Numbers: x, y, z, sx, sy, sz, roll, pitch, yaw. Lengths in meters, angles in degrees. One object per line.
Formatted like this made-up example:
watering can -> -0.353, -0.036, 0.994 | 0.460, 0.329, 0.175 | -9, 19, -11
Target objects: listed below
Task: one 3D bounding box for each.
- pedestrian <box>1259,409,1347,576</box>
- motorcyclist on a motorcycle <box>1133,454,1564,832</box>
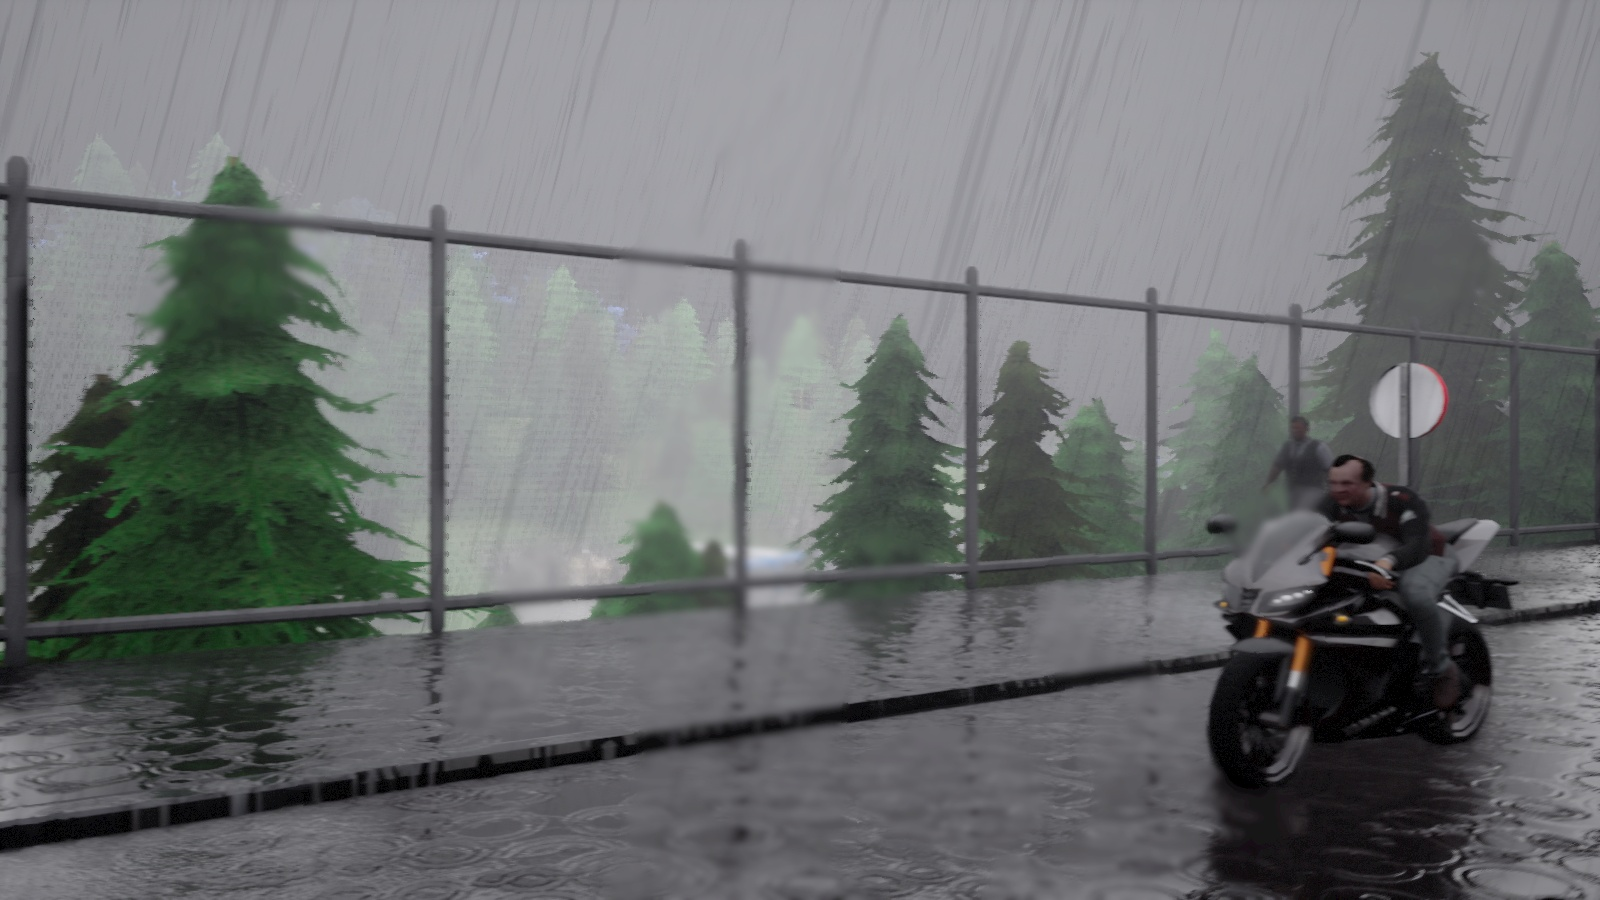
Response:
pedestrian -> 5.837, 0.477, 14.574 | 0.849, 1.883, 0.563 | 0, 0, -35
motorcyclist on a motorcycle -> 2.701, 0.789, 6.086 | 2.191, 1.530, 0.866 | 0, 0, -34
